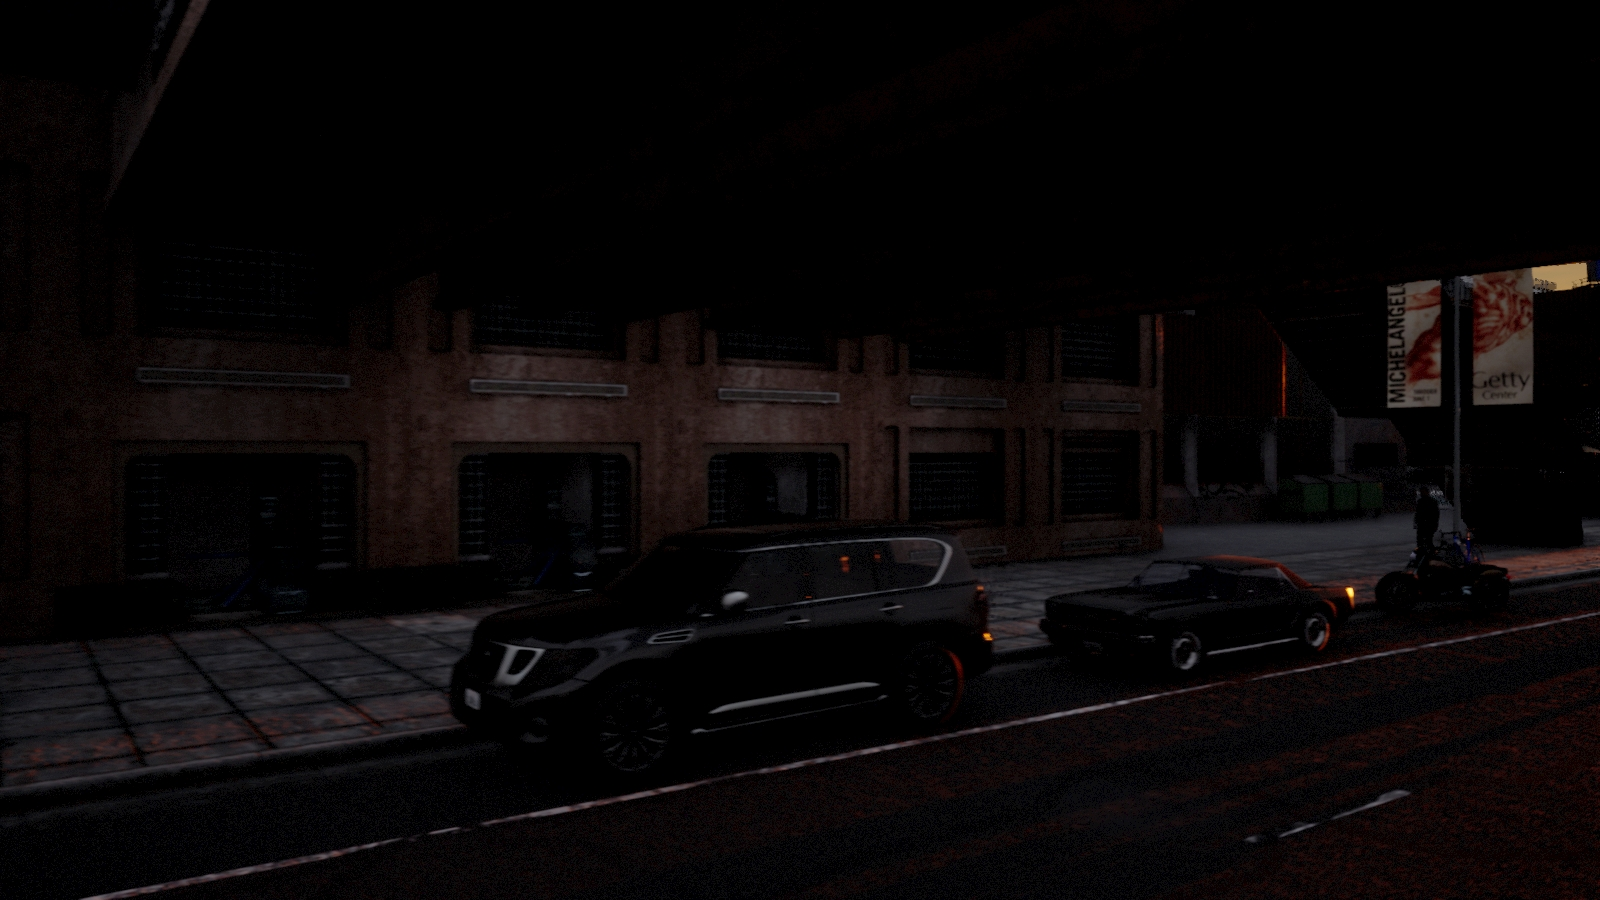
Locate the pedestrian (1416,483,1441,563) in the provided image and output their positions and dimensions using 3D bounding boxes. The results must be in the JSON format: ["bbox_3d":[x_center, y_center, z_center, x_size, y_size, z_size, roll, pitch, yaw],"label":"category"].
[{"bbox_3d":[14.711,1.700,26.751,0.375,1.860,0.375,0,0,-29],"label":"pedestrian"}]
